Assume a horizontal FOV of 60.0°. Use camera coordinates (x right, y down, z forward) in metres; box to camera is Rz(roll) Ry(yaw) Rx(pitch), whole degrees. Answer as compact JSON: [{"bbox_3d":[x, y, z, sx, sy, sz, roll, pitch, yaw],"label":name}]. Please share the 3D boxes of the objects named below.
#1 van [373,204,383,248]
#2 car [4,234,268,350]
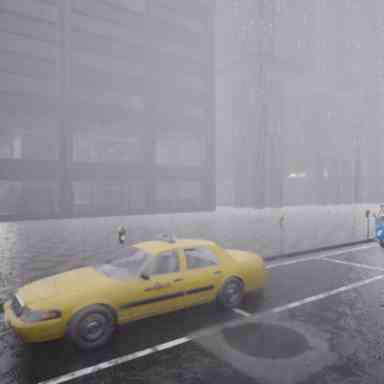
[{"bbox_3d":[8.634,1.245,12.814,3.998,1.788,1.690,0,0,-36],"label":"van"},{"bbox_3d":[-0.686,1.505,6.163,4.829,1.417,1.752,0,0,-36],"label":"car"}]
